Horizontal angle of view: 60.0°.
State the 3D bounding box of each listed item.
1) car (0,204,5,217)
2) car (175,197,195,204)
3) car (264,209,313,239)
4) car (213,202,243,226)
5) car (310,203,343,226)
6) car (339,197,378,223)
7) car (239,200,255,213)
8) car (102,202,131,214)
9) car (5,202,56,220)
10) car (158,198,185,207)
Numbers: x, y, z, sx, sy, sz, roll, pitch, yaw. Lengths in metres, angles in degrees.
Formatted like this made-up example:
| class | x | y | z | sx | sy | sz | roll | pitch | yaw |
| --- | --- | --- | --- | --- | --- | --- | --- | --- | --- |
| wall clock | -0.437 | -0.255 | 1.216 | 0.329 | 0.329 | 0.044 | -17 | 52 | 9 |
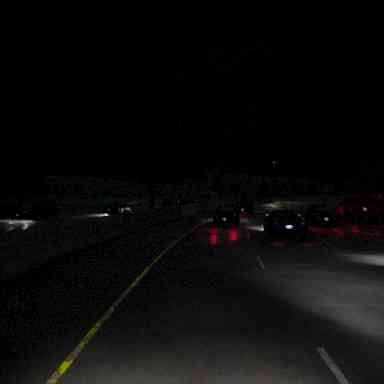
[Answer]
| class | x | y | z | sx | sy | sz | roll | pitch | yaw |
| --- | --- | --- | --- | --- | --- | --- | --- | --- | --- |
| car | -17.886 | 1.766 | 30.535 | 1.895 | 1.301 | 4.718 | 0 | 0 | 11 |
| car | -1.194 | 2.063 | 69.210 | 1.895 | 1.301 | 4.718 | 0 | 0 | 25 |
| car | 5.090 | 1.703 | 18.436 | 1.994 | 1.385 | 4.181 | 0 | 0 | 8 |
| car | 2.629 | 1.704 | 24.954 | 1.812 | 1.442 | 4.674 | 0 | -1 | 10 |
| car | 9.844 | 1.725 | 25.489 | 1.812 | 1.442 | 4.674 | 0 | 0 | 11 |
| car | 14.034 | 1.451 | 28.418 | 2.150 | 2.045 | 5.566 | 0 | 0 | 13 |
| car | 6.576 | 1.801 | 40.861 | 1.837 | 1.490 | 4.892 | 0 | 0 | 17 |
| car | -8.745 | 1.809 | 38.890 | 1.994 | 1.385 | 4.181 | 0 | 0 | 15 |
| car | -14.335 | 1.699 | 30.412 | 1.812 | 1.442 | 4.674 | 0 | 0 | 12 |
| car | -3.035 | 1.908 | 45.989 | 1.895 | 1.301 | 4.718 | 0 | 0 | 18 |
